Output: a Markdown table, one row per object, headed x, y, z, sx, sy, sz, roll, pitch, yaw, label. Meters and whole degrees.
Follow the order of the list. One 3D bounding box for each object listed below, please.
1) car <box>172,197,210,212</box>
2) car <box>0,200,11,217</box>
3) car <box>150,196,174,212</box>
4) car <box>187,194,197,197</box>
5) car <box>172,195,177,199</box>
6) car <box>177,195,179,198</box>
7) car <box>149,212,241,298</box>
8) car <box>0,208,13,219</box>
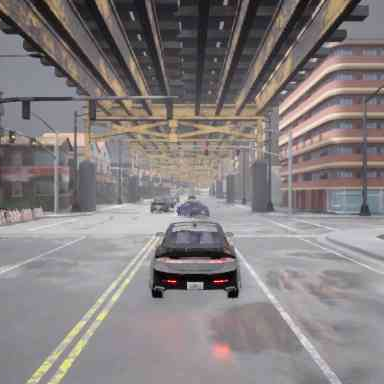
| x | y | z | sx | sy | sz | roll | pitch | yaw | label |
| --- | --- | --- | --- | --- | --- | --- | --- | --- | --- |
| 0.103 | 1.526 | 30.054 | 1.812 | 1.442 | 4.674 | -2 | 1 | -22 | car |
| -16.817 | 1.295 | 25.937 | 4.536 | 1.218 | 1.853 | 0 | 0 | -20 | car |
| -3.607 | 1.491 | 37.948 | 2.128 | 1.511 | 4.902 | 0 | 0 | 0 | car |
| -0.021 | 1.348 | 78.434 | 1.837 | 1.490 | 4.892 | 0 | 1 | 0 | car |
| -3.606 | 1.350 | 47.111 | 2.097 | 1.767 | 4.553 | 0 | 0 | 0 | car |
| -3.598 | 1.515 | 56.996 | 1.812 | 1.442 | 4.674 | 0 | 0 | 0 | car |
| 0.071 | 1.492 | 8.480 | 2.128 | 1.511 | 4.902 | 0 | 0 | 0 | car |
| -16.769 | 1.453 | 25.955 | 4.974 | 1.542 | 2.038 | 0 | 0 | -20 | car |
